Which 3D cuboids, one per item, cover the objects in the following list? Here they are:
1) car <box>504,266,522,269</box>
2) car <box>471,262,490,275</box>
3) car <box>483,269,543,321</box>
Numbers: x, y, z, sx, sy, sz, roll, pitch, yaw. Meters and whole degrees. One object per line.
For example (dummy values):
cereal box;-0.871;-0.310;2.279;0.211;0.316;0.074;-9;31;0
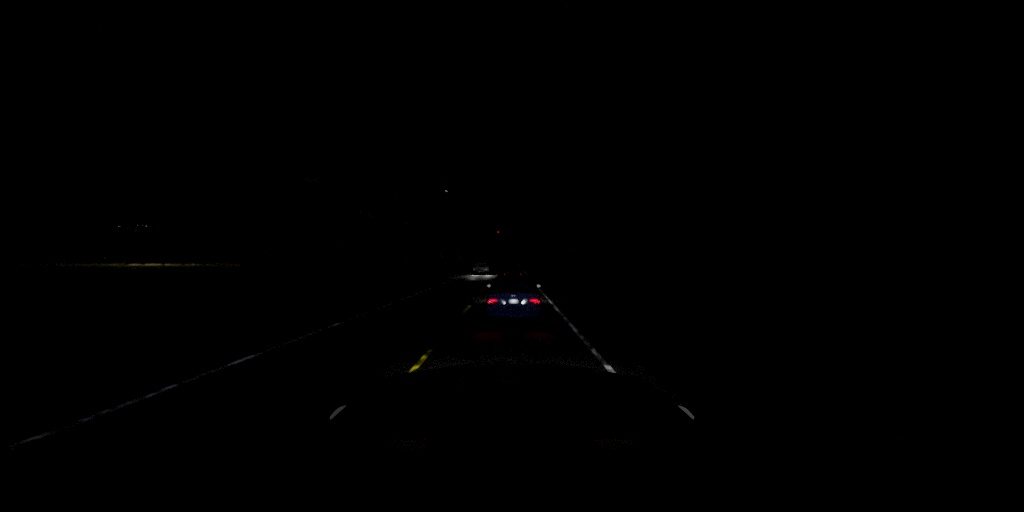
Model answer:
car;0.065;1.502;30.974;1.895;1.301;4.718;0;0;0
car;-3.619;1.481;42.496;1.812;1.442;4.674;0;0;0
car;0.060;1.357;12.774;2.033;1.411;5.357;0;0;0
